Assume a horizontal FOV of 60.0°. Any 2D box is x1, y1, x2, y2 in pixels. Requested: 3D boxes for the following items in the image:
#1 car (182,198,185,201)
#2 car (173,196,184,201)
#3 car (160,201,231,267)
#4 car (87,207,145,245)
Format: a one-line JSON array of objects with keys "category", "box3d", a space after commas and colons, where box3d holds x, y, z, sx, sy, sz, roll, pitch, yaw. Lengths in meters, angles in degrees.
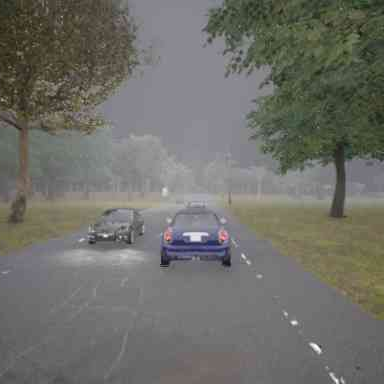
[{"category": "car", "box3d": [0.400, 1.496, 27.083, 1.837, 1.490, 4.892, 0, 0, 2]}, {"category": "car", "box3d": [-2.238, 1.500, 59.519, 1.837, 1.490, 4.892, 0, 1, 2]}, {"category": "car", "box3d": [0.143, 1.343, 11.606, 2.097, 1.767, 4.553, 0, 0, 1]}, {"category": "car", "box3d": [-3.377, 1.496, 15.585, 1.837, 1.490, 4.892, 0, 0, 1]}]
